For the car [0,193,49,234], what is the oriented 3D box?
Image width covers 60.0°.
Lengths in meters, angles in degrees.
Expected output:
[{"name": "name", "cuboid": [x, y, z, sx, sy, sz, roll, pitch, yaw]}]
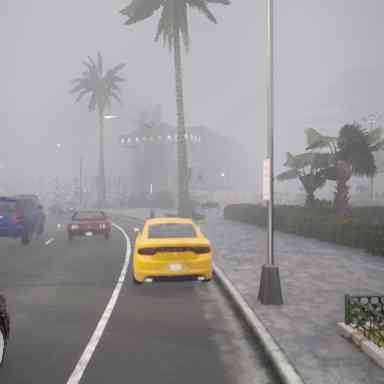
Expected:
[{"name": "car", "cuboid": [-8.480, 1.218, 15.704, 2.150, 2.045, 5.566, 0, 0, -15]}]

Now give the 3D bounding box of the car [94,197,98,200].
[{"name": "car", "cuboid": [-26.644, 1.554, 85.529, 4.718, 1.301, 1.895, 0, 0, 24]}]

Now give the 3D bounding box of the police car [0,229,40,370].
[{"name": "police car", "cuboid": [-3.162, 1.422, 2.331, 1.930, 1.638, 5.238, 0, 0, -3]}]

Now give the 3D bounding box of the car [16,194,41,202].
[{"name": "car", "cuboid": [-33.931, 1.226, 68.961, 4.553, 1.767, 2.185, 0, 0, 24]}]

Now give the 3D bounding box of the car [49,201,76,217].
[{"name": "car", "cuboid": [-12.214, 1.538, 31.679, 2.033, 1.411, 5.357, 0, 0, -36]}]

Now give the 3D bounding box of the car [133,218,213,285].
[{"name": "car", "cuboid": [-0.674, 1.477, 9.661, 1.882, 1.535, 5.008, 0, 0, -7]}]

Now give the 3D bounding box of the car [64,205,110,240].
[{"name": "car", "cuboid": [-5.287, 1.597, 17.199, 1.895, 1.301, 4.718, 0, 0, -16]}]
